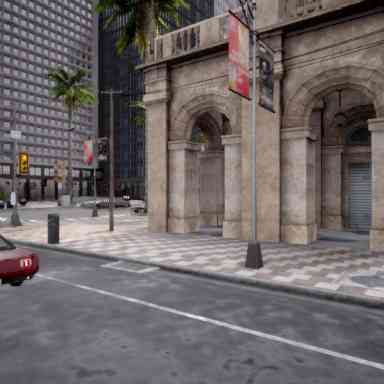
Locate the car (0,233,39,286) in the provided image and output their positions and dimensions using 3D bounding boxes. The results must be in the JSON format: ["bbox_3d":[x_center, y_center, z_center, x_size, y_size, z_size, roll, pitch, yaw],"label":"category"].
[{"bbox_3d":[-5.828,1.601,8.200,4.718,1.301,1.895,0,0,37],"label":"car"}]

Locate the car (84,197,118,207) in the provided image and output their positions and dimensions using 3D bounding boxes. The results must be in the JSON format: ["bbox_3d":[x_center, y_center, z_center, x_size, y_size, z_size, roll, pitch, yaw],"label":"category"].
[{"bbox_3d":[-13.928,1.513,51.276,2.161,1.482,4.786,0,0,35],"label":"car"}]

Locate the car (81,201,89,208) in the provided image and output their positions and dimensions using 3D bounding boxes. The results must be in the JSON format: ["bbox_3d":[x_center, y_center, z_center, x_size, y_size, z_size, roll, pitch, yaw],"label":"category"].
[{"bbox_3d":[-13.378,1.525,46.740,1.812,1.442,4.674,0,0,36],"label":"car"}]

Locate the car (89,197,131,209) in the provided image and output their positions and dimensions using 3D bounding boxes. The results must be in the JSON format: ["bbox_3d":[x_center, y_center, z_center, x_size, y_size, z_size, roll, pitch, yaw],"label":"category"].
[{"bbox_3d":[-10.616,1.547,44.596,2.033,1.411,5.357,0,0,36],"label":"car"}]
